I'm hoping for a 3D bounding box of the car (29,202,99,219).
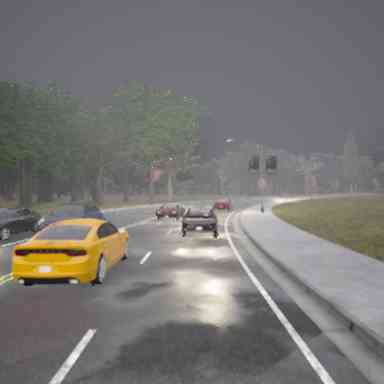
[{"bbox_3d":[-6.224,1.415,17.561,2.097,1.767,4.553,0,0,4],"label":"car"}]

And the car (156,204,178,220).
[{"bbox_3d":[-1.690,1.670,28.673,1.895,1.301,4.718,0,0,8],"label":"car"}]

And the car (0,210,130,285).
[{"bbox_3d":[-3.110,1.513,9.605,1.882,1.535,5.008,0,0,1],"label":"car"}]

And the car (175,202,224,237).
[{"bbox_3d":[0.509,1.538,18.432,2.128,1.511,4.902,0,0,4],"label":"car"}]

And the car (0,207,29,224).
[{"bbox_3d":[-9.523,1.575,17.086,1.837,1.490,4.892,0,0,4],"label":"car"}]

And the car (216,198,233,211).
[{"bbox_3d":[3.924,1.521,40.791,1.882,1.535,5.008,0,0,13],"label":"car"}]
